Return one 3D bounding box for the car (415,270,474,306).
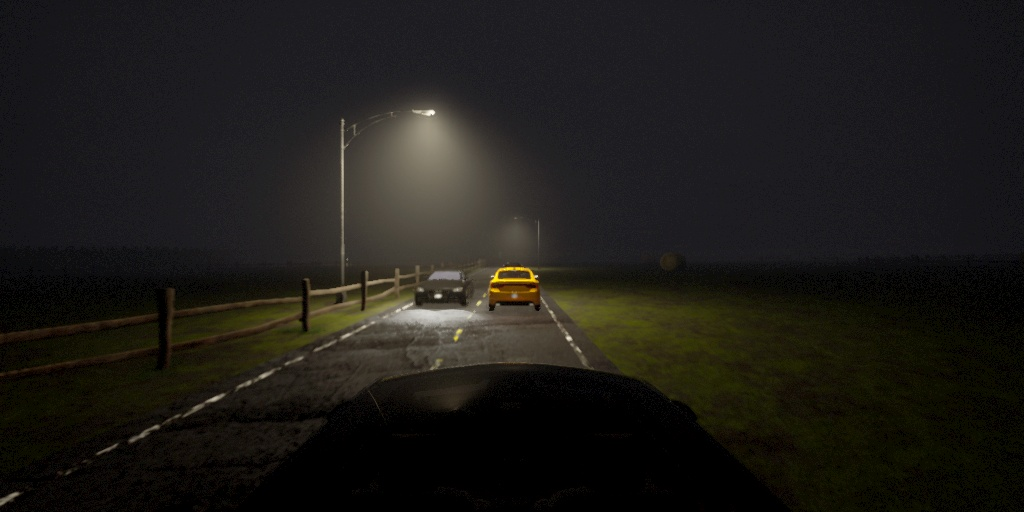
[{"bbox_3d":[-2.755,1.295,15.371,1.994,1.385,4.181,0,0,0],"label":"car"}]

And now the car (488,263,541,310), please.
[{"bbox_3d":[0.091,1.209,14.695,1.882,1.535,5.008,0,0,0],"label":"car"}]
